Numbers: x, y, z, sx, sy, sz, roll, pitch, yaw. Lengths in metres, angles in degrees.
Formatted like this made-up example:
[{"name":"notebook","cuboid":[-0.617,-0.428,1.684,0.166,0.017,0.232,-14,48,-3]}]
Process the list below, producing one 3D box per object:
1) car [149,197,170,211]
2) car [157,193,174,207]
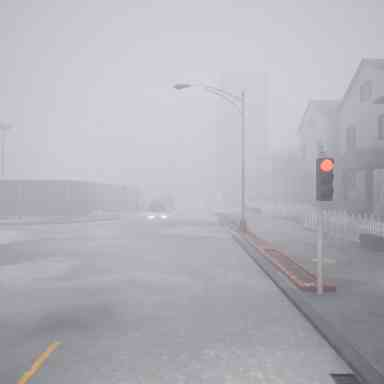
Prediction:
[{"name":"car","cuboid":[-4.083,1.601,40.949,1.895,1.301,4.718,0,0,0]},{"name":"car","cuboid":[-4.057,1.221,51.590,2.150,2.045,5.566,0,0,1]}]
